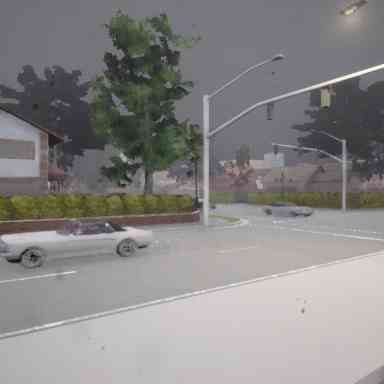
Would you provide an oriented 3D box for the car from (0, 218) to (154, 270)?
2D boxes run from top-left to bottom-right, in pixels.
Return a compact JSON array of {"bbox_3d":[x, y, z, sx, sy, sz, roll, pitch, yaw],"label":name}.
[{"bbox_3d":[-3.782,1.573,11.086,4.718,1.301,1.895,0,0,-35],"label":"car"}]

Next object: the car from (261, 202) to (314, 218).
[{"bbox_3d":[8.371,1.529,29.373,1.895,1.301,4.718,0,0,-31],"label":"car"}]

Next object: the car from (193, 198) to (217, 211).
[{"bbox_3d":[0.994,1.426,40.230,1.812,1.442,4.674,0,1,-36],"label":"car"}]
